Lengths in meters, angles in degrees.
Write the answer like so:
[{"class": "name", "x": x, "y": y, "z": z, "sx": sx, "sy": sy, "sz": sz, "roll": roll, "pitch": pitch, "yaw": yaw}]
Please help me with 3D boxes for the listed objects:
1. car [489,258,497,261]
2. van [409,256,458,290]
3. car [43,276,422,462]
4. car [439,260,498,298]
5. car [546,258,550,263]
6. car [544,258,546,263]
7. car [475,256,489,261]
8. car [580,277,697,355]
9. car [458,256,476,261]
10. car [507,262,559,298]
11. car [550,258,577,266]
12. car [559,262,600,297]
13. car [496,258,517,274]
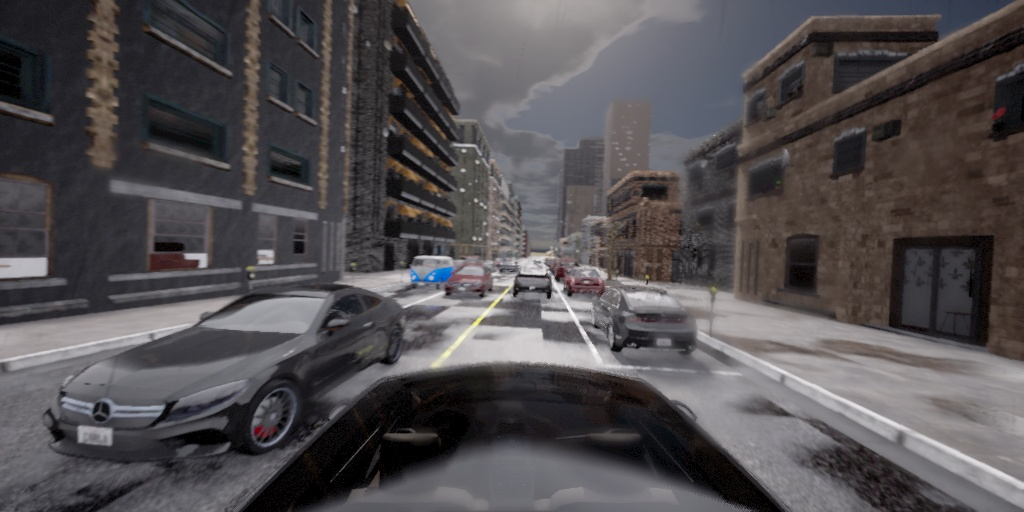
[{"class": "car", "x": -2.908, "y": 1.152, "z": 42.002, "sx": 2.007, "sy": 1.370, "sz": 4.403, "roll": 0, "pitch": 0, "yaw": 4}, {"class": "van", "x": -4.502, "y": 0.895, "z": 20.432, "sx": 1.690, "sy": 1.789, "sz": 3.998, "roll": 0, "pitch": 0, "yaw": 4}, {"class": "car", "x": -3.031, "y": 1.151, "z": 5.116, "sx": 1.812, "sy": 1.442, "sz": 4.674, "roll": 2, "pitch": 0, "yaw": 5}, {"class": "car", "x": -2.039, "y": 1.181, "z": 18.209, "sx": 1.812, "sy": 1.442, "sz": 4.674, "roll": 2, "pitch": 1, "yaw": 4}, {"class": "car", "x": 5.443, "y": 1.251, "z": 41.377, "sx": 2.192, "sy": 1.841, "sz": 5.009, "roll": 0, "pitch": 0, "yaw": 4}, {"class": "car", "x": 6.240, "y": 1.273, "z": 52.162, "sx": 2.192, "sy": 1.841, "sz": 5.009, "roll": 0, "pitch": 0, "yaw": 4}, {"class": "car", "x": -3.704, "y": 0.893, "z": 31.217, "sx": 2.192, "sy": 1.841, "sz": 5.009, "roll": 0, "pitch": 0, "yaw": 4}, {"class": "car", "x": 3.053, "y": 1.417, "z": 9.022, "sx": 2.007, "sy": 1.370, "sz": 4.403, "roll": 0, "pitch": 0, "yaw": 4}, {"class": "car", "x": -4.103, "y": 1.006, "z": 25.825, "sx": 1.967, "sy": 1.591, "sz": 4.097, "roll": 0, "pitch": 0, "yaw": 4}, {"class": "car", "x": 1.113, "y": 1.272, "z": 18.833, "sx": 2.128, "sy": 1.511, "sz": 4.902, "roll": 2, "pitch": 0, "yaw": 4}, {"class": "car", "x": 4.646, "y": 1.228, "z": 30.592, "sx": 2.192, "sy": 1.841, "sz": 5.009, "roll": 0, "pitch": 0, "yaw": 4}, {"class": "car", "x": 3.849, "y": 1.329, "z": 19.807, "sx": 1.967, "sy": 1.591, "sz": 4.097, "roll": 0, "pitch": 0, "yaw": 4}, {"class": "car", "x": -0.314, "y": 1.253, "z": 40.289, "sx": 2.033, "sy": 1.411, "sz": 5.357, "roll": 2, "pitch": 0, "yaw": 4}]
